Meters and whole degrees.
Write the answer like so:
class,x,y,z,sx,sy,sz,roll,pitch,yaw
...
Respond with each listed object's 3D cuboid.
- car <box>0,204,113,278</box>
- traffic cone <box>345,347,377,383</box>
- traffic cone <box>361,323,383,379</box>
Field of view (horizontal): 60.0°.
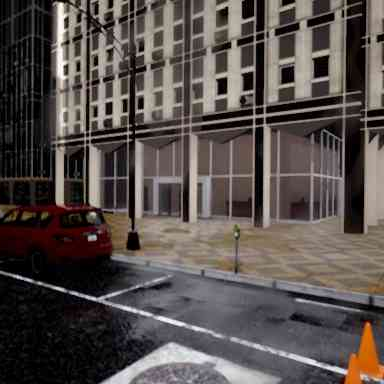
class,x,y,z,sx,sy,sz,roll,pitch,yaw
car,-4.588,1.300,10.194,5.009,1.841,2.192,0,1,35
traffic cone,1.649,1.954,3.391,0.340,0.580,0.340,0,0,35
traffic cone,2.226,1.954,4.207,0.340,0.580,0.340,0,0,35
